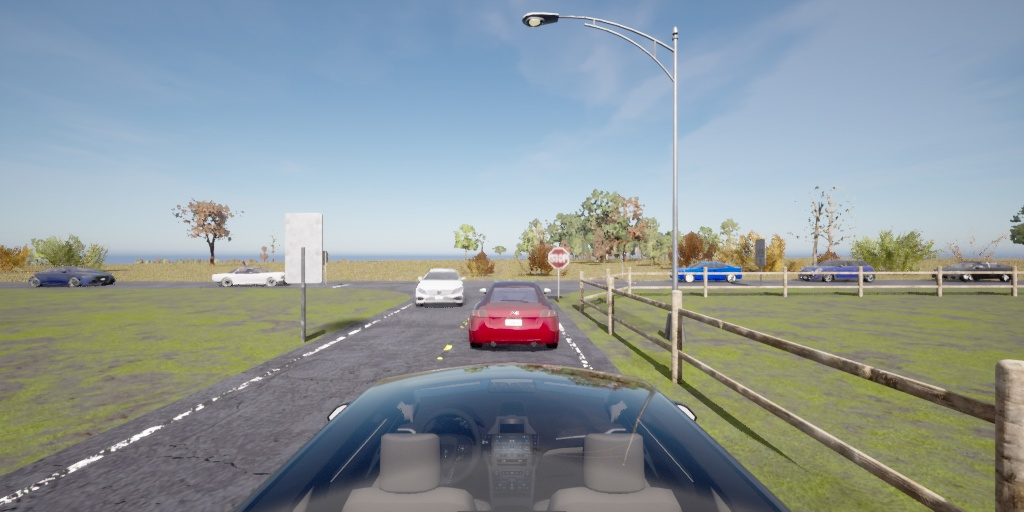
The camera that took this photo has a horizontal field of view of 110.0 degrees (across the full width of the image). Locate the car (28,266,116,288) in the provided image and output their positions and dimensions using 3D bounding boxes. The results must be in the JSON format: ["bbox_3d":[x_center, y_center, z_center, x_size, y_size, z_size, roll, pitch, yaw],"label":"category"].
[{"bbox_3d":[-29.785,1.392,24.381,4.181,1.385,1.994,0,0,0],"label":"car"}]

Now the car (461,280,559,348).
[{"bbox_3d":[0.077,1.314,9.258,1.994,1.385,4.181,0,0,1],"label":"car"}]

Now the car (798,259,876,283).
[{"bbox_3d":[24.317,1.041,26.991,4.553,1.767,2.097,0,0,0],"label":"car"}]

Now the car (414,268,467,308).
[{"bbox_3d":[-2.989,1.275,15.562,1.812,1.442,4.674,1,0,-7],"label":"car"}]

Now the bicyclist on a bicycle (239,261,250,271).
[{"bbox_3d":[-22.561,1.261,30.307,0.582,1.620,1.656,0,0,0],"label":"bicyclist on a bicycle"}]

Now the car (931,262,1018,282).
[{"bbox_3d":[34.575,1.167,26.924,4.902,1.511,2.128,0,0,1],"label":"car"}]

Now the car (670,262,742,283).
[{"bbox_3d":[14.565,1.187,27.056,5.008,1.535,1.882,0,0,0],"label":"car"}]

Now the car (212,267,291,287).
[{"bbox_3d":[-17.250,1.394,24.301,4.718,1.301,1.895,0,0,0],"label":"car"}]
